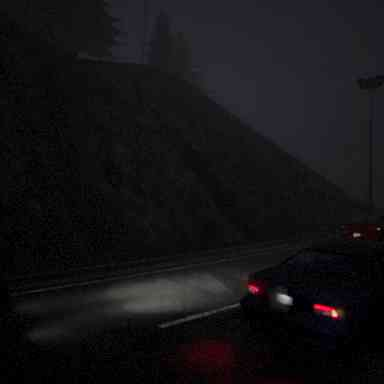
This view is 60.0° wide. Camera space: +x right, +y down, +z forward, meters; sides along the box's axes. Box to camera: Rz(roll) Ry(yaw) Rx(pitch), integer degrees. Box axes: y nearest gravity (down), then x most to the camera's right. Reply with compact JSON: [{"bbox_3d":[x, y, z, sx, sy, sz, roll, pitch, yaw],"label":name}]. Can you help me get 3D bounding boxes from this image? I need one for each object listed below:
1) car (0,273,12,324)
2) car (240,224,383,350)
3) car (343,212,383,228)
[{"bbox_3d":[-5.204,1.511,4.444,4.902,1.511,2.128,1,0,-35],"label":"car"},{"bbox_3d":[3.292,1.610,6.358,5.357,1.411,2.033,1,-1,-39],"label":"car"},{"bbox_3d":[8.756,1.681,15.764,4.674,1.442,1.812,1,-1,-43],"label":"car"}]
